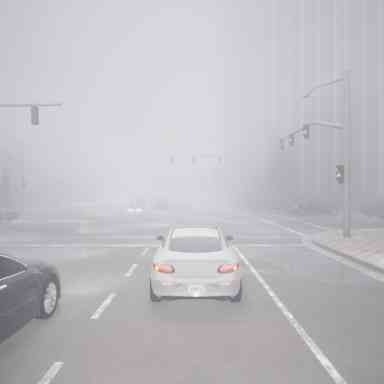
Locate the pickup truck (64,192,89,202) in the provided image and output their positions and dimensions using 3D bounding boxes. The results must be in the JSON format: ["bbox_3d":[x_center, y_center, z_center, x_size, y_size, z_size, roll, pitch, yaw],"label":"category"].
[{"bbox_3d":[-24.665,1.058,70.172,2.390,2.098,6.274,0,0,30],"label":"pickup truck"}]

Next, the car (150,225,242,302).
[{"bbox_3d":[0.077,1.526,8.122,1.812,1.442,4.674,0,0,0],"label":"car"}]

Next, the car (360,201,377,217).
[{"bbox_3d":[17.708,1.221,28.962,5.566,2.045,2.150,0,0,0],"label":"car"}]

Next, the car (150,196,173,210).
[{"bbox_3d":[-3.910,1.547,43.238,2.033,1.411,5.357,0,0,-3],"label":"car"}]

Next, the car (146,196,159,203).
[{"bbox_3d":[-8.018,1.564,67.894,1.994,1.385,4.181,0,0,0],"label":"car"}]

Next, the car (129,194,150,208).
[{"bbox_3d":[-7.825,1.491,47.883,2.128,1.511,4.902,0,0,-1],"label":"car"}]

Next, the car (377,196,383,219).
[{"bbox_3d":[15.665,1.221,21.746,5.566,2.045,2.150,0,0,0],"label":"car"}]

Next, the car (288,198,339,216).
[{"bbox_3d":[11.769,1.352,32.417,4.553,1.767,2.097,0,0,0],"label":"car"}]

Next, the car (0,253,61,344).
[{"bbox_3d":[-3.436,1.505,4.472,1.837,1.490,4.892,0,0,0],"label":"car"}]

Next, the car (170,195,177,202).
[{"bbox_3d":[-4.650,1.524,77.875,1.812,1.442,4.674,0,0,-1],"label":"car"}]

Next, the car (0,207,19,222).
[{"bbox_3d":[-15.422,1.564,25.011,4.181,1.385,1.994,0,0,0],"label":"car"}]

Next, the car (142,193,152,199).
[{"bbox_3d":[-7.949,1.221,57.775,2.150,2.045,5.566,0,0,-1],"label":"car"}]
